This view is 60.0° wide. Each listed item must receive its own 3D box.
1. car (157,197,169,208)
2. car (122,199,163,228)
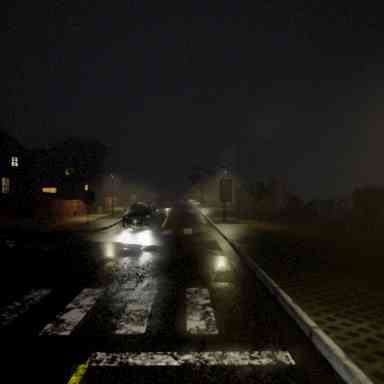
[{"bbox_3d":[-4.184,1.425,46.344,1.882,1.535,5.008,0,0,-2],"label":"car"},{"bbox_3d":[-3.382,1.476,22.128,2.128,1.511,4.902,0,0,-1],"label":"car"}]
